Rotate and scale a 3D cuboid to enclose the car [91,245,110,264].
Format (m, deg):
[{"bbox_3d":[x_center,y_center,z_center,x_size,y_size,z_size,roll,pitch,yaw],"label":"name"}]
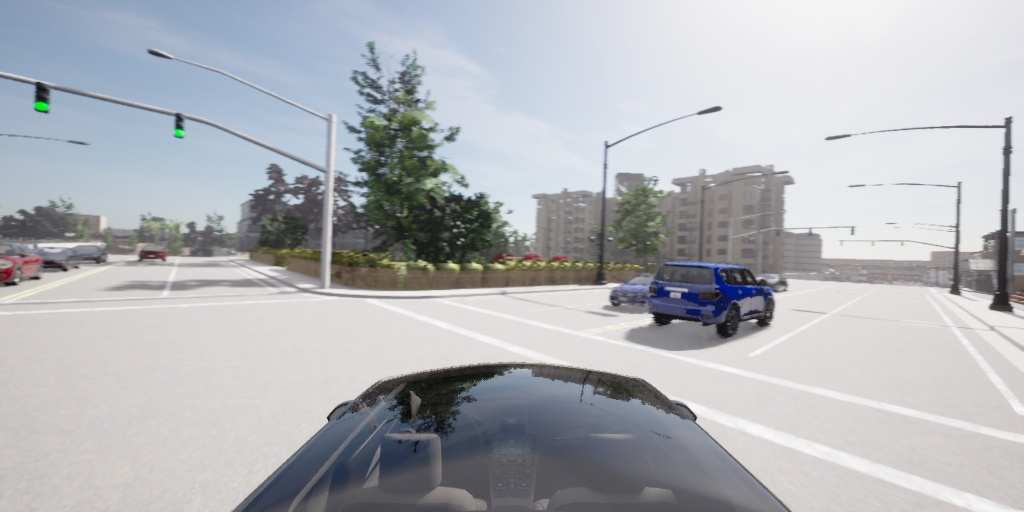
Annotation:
[{"bbox_3d":[-34.104,-0.152,28.821,1.812,1.442,4.674,2,0,-42],"label":"car"}]

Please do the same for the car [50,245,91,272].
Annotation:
[{"bbox_3d":[-27.542,0.148,21.525,2.033,1.411,5.357,2,0,-42],"label":"car"}]

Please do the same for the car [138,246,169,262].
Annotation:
[{"bbox_3d":[-34.799,-0.232,34.815,1.882,1.535,5.008,2,0,-42],"label":"car"}]

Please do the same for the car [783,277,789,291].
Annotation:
[{"bbox_3d":[21.370,2.181,29.739,5.357,1.411,2.033,2,0,-42],"label":"car"}]

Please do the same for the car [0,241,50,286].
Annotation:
[{"bbox_3d":[-21.081,0.225,14.439,2.097,1.767,4.553,2,0,-42],"label":"car"}]

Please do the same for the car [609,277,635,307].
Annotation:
[{"bbox_3d":[6.191,1.535,15.966,4.674,1.442,1.812,2,0,-43],"label":"car"}]

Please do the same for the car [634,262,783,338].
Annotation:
[{"bbox_3d":[6.520,1.246,11.546,5.566,2.045,2.150,2,0,-40],"label":"car"}]
